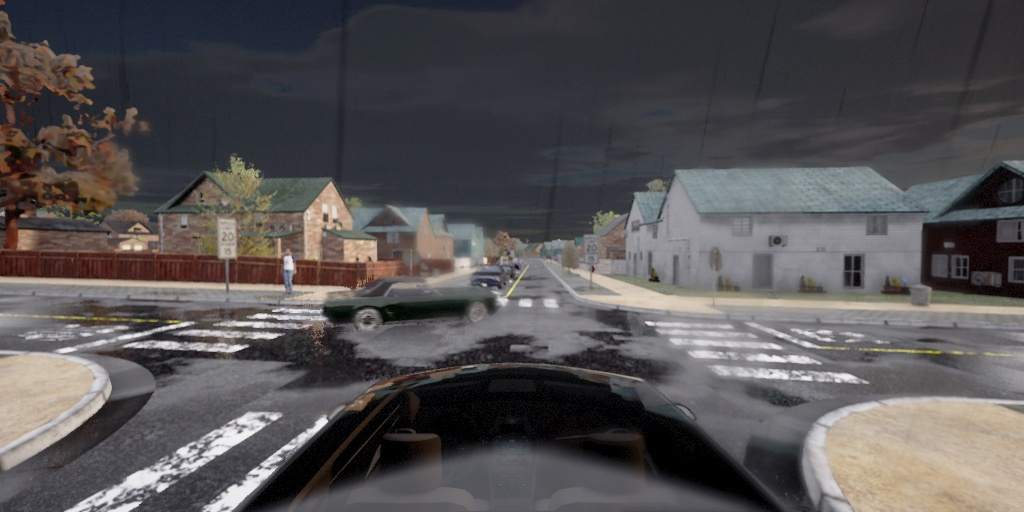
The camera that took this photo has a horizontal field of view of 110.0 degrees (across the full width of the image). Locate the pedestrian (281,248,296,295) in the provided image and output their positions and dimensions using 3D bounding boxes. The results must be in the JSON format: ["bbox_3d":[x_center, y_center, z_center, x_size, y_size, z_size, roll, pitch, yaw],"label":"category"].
[{"bbox_3d":[-8.781,0.585,14.120,0.375,1.860,0.375,0,0,5],"label":"pedestrian"}]

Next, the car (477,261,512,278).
[{"bbox_3d":[-1.355,1.253,22.833,2.033,1.411,5.357,0,0,4],"label":"car"}]

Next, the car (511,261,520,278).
[{"bbox_3d":[-0.708,1.176,32.593,2.128,1.511,4.902,0,0,4],"label":"car"}]

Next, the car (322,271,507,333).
[{"bbox_3d":[-2.751,1.265,10.284,4.718,1.301,1.895,0,2,-26],"label":"car"}]
